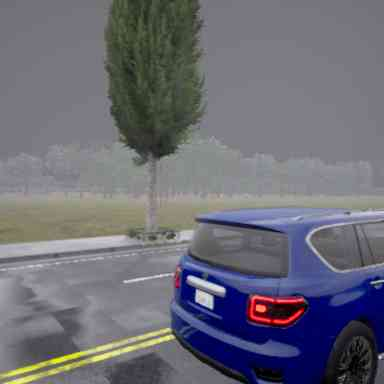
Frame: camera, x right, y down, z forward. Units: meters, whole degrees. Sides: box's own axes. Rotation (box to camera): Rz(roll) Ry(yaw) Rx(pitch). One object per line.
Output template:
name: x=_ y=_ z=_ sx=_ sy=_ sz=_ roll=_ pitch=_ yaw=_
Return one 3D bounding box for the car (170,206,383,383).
car: x=2.329 y=1.239 z=5.147 sx=5.566 sy=2.045 sz=2.150 roll=0 pitch=0 yaw=-35
